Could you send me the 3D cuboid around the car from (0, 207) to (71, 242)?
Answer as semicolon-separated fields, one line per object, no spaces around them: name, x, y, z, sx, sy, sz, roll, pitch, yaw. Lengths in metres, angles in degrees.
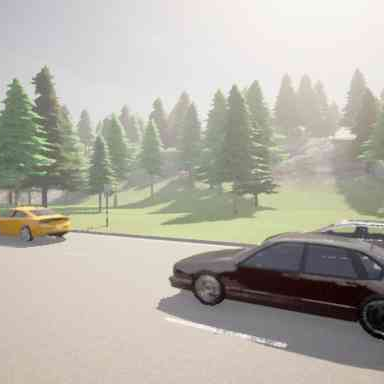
car;-8.174;1.477;16.336;5.008;1.535;1.882;0;0;30

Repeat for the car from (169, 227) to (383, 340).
car;2.189;1.548;6.451;5.357;1.411;2.033;0;0;30

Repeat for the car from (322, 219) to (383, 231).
car;4.290;1.492;8.905;4.902;1.511;2.128;0;0;32
